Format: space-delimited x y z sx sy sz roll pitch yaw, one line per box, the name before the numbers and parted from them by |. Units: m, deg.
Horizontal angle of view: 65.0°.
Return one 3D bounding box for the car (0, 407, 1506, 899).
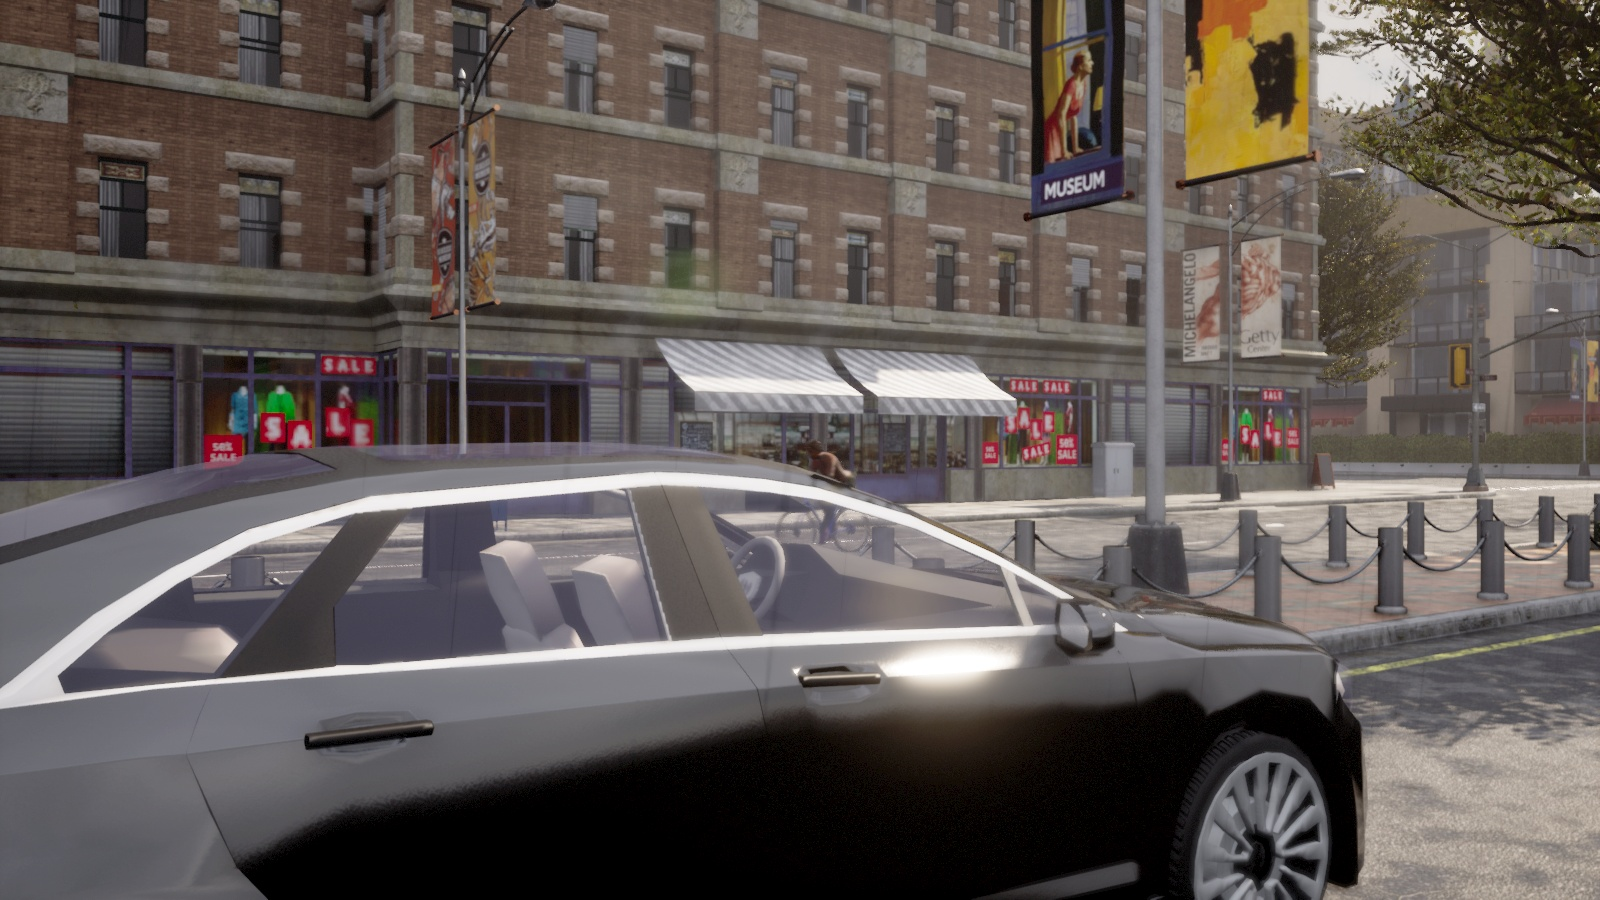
car | -0.446 0.702 3.349 4.902 1.511 2.128 0 0 -35
